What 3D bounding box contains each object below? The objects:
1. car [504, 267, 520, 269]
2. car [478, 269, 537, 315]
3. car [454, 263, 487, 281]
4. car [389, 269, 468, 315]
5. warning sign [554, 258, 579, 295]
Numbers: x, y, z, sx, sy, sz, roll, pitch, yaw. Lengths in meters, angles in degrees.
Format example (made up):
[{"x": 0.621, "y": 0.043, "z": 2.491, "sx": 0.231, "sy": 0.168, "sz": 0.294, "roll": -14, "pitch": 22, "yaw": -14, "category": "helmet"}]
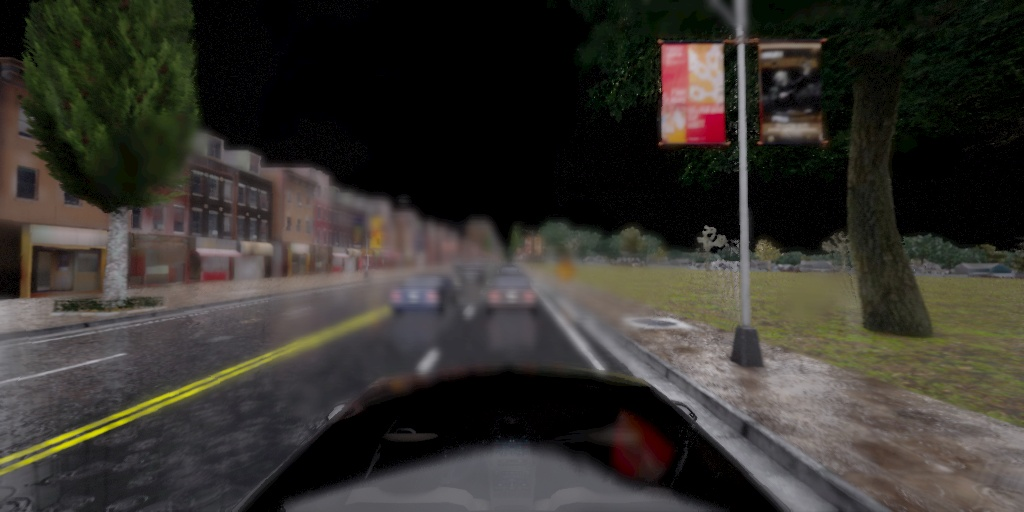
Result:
[{"x": 0.008, "y": 1.604, "z": 29.420, "sx": 2.033, "sy": 1.411, "sz": 5.357, "roll": 0, "pitch": -1, "yaw": 0, "category": "car"}, {"x": 0.008, "y": 1.434, "z": 14.394, "sx": 2.033, "sy": 1.411, "sz": 5.357, "roll": 0, "pitch": -1, "yaw": 0, "category": "car"}, {"x": -3.232, "y": 1.560, "z": 30.367, "sx": 2.128, "sy": 1.511, "sz": 4.902, "roll": 0, "pitch": -1, "yaw": 0, "category": "car"}, {"x": -3.242, "y": 1.434, "z": 14.393, "sx": 2.033, "sy": 1.411, "sz": 5.357, "roll": 0, "pitch": -1, "yaw": 0, "category": "car"}, {"x": 2.851, "y": 1.050, "z": 18.743, "sx": 1.300, "sy": 1.860, "sz": 1.060, "roll": 0, "pitch": 0, "yaw": 0, "category": "warning sign"}]
